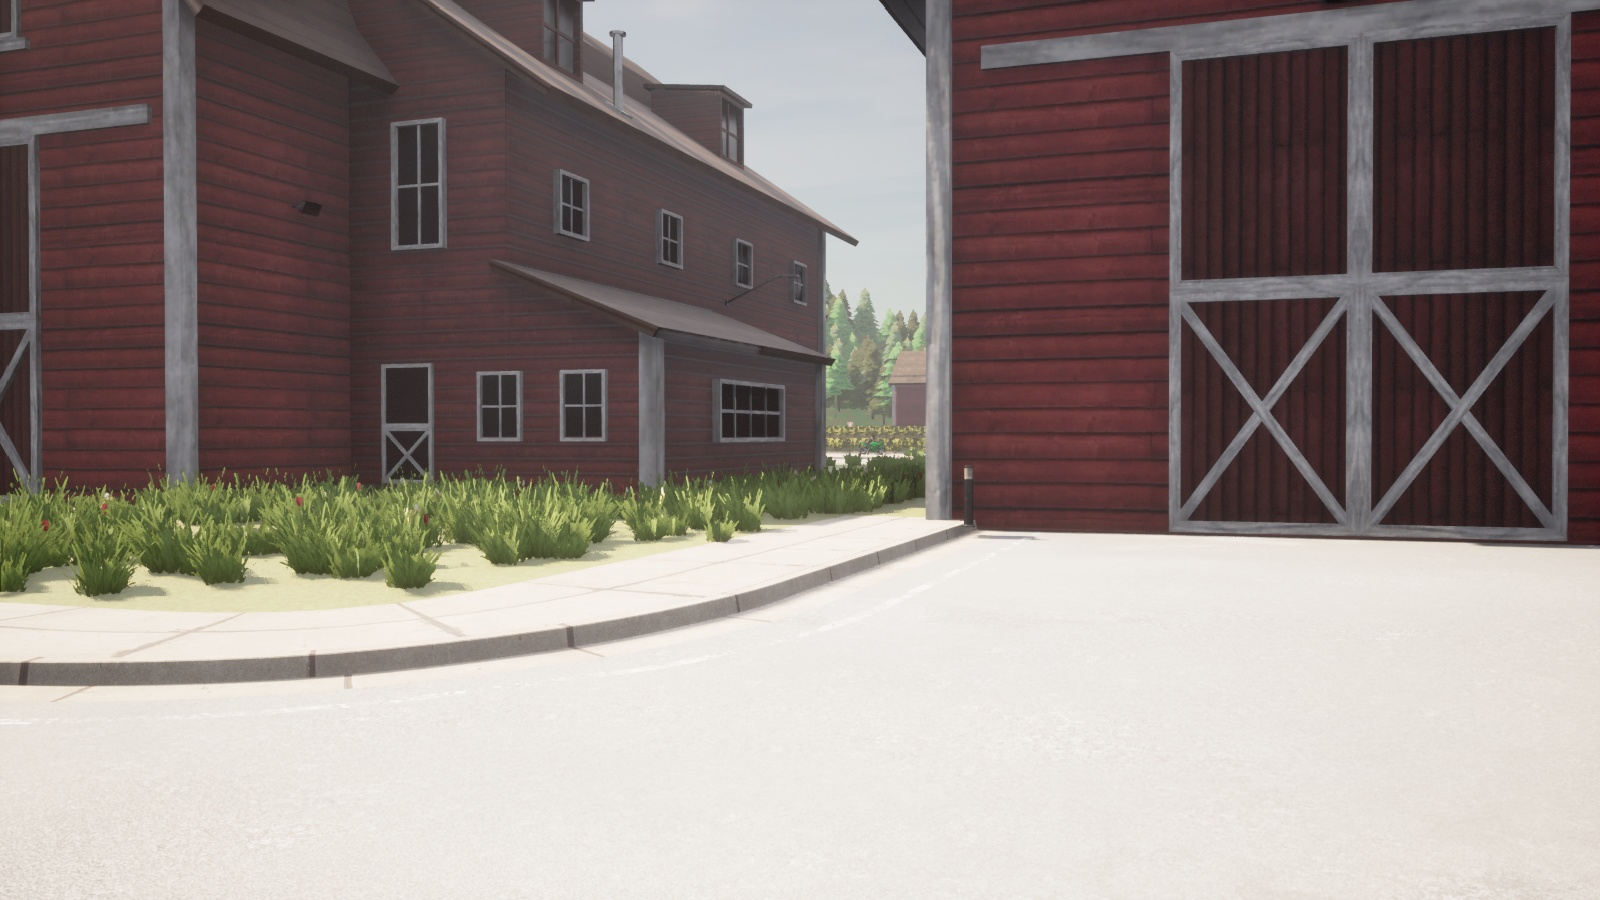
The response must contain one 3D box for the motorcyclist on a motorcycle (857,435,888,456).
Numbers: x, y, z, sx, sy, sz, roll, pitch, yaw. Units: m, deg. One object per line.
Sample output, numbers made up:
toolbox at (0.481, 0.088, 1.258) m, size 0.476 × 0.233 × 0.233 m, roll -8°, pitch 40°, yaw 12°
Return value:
motorcyclist on a motorcycle at (5.280, -0.348, 91.460) m, size 2.044 × 1.523 × 0.797 m, roll 1°, pitch 1°, yaw 19°
